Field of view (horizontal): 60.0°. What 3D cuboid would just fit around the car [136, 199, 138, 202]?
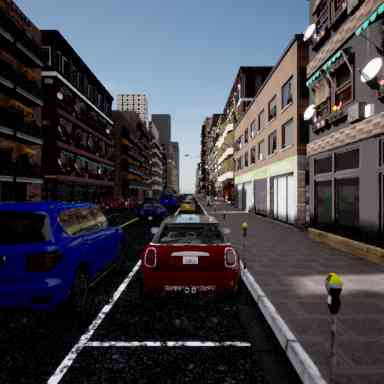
[{"bbox_3d":[-8.834,1.543,48.430,1.887,1.381,4.507,0,0,0],"label":"car"}]

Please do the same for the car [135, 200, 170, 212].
[{"bbox_3d":[-3.045,1.601,26.497,1.895,1.301,4.718,0,0,0],"label":"car"}]

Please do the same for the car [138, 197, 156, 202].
[{"bbox_3d":[-6.150,1.509,48.089,1.837,1.490,4.892,0,0,0],"label":"car"}]

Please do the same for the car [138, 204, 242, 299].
[{"bbox_3d":[-0.032,1.353,8.619,2.097,1.767,4.553,0,0,0],"label":"car"}]

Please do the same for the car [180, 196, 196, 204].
[{"bbox_3d":[-0.454,1.525,37.323,1.752,1.417,4.829,0,0,0],"label":"car"}]

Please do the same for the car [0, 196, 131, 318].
[{"bbox_3d":[-3.049,1.221,7.528,2.150,2.045,5.566,0,0,0],"label":"car"}]

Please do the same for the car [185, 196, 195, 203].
[{"bbox_3d":[-0.453,1.545,70.970,2.008,1.369,4.403,0,0,0],"label":"car"}]

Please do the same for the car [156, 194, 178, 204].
[{"bbox_3d":[-3.145,1.220,44.078,2.150,2.045,5.566,0,0,0],"label":"car"}]

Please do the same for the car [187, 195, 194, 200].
[{"bbox_3d":[-0.452,1.513,93.685,1.752,1.417,4.829,0,0,0],"label":"car"}]

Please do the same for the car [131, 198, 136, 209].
[{"bbox_3d":[-8.834,1.439,42.793,1.967,1.590,4.097,0,0,0],"label":"car"}]

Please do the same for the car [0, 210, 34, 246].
[{"bbox_3d":[-8.835,1.583,14.612,1.802,1.307,4.206,0,0,0],"label":"car"}]

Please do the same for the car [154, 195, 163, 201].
[{"bbox_3d":[-8.834,1.541,87.882,2.008,1.369,4.403,0,0,0],"label":"car"}]
